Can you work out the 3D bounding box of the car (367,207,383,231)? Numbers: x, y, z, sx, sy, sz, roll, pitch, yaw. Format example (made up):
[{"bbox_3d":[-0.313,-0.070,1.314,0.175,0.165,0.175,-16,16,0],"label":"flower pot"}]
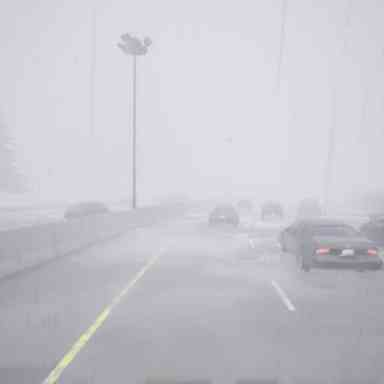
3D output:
[{"bbox_3d":[12.326,1.633,19.882,1.895,1.301,4.718,0,0,9],"label":"car"}]

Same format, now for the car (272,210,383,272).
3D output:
[{"bbox_3d":[4.145,1.557,10.866,2.033,1.411,5.357,0,0,5],"label":"car"}]

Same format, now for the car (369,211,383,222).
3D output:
[{"bbox_3d":[7.817,1.512,12.137,2.128,1.511,4.902,0,0,5],"label":"car"}]

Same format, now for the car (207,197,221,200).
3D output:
[{"bbox_3d":[4.491,1.621,65.344,1.895,1.301,4.718,0,0,23],"label":"car"}]

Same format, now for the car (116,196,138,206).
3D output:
[{"bbox_3d":[-10.787,1.479,55.677,1.812,1.442,4.674,0,0,20],"label":"car"}]

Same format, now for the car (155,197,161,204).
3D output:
[{"bbox_3d":[-4.948,1.472,61.008,1.837,1.490,4.892,0,0,23],"label":"car"}]

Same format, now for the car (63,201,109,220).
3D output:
[{"bbox_3d":[-8.098,1.474,25.870,1.837,1.490,4.892,0,0,10],"label":"car"}]

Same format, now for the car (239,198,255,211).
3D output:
[{"bbox_3d":[6.728,1.514,41.533,1.837,1.490,4.892,0,0,17],"label":"car"}]

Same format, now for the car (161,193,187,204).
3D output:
[{"bbox_3d":[-2.740,1.198,57.175,2.150,2.045,5.566,0,0,22],"label":"car"}]

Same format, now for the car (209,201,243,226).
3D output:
[{"bbox_3d":[2.354,1.565,23.604,1.994,1.385,4.181,0,0,10],"label":"car"}]

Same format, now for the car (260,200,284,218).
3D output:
[{"bbox_3d":[7.305,1.519,30.404,1.837,1.490,4.892,0,0,13],"label":"car"}]

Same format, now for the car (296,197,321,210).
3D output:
[{"bbox_3d":[11.687,1.379,33.478,2.097,1.767,4.553,0,0,14],"label":"car"}]
